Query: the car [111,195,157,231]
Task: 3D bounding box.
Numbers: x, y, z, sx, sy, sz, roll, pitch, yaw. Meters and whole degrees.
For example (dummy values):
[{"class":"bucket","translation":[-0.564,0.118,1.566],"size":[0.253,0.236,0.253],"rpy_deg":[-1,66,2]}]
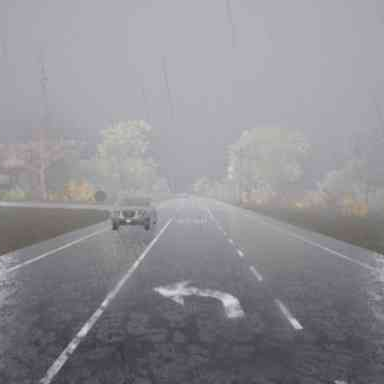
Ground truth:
[{"class":"car","translation":[-3.467,1.234,20.948],"size":[2.150,2.045,5.566],"rpy_deg":[0,0,0]}]
